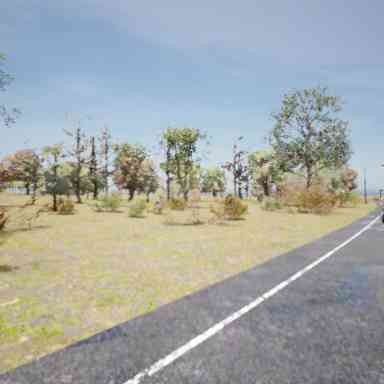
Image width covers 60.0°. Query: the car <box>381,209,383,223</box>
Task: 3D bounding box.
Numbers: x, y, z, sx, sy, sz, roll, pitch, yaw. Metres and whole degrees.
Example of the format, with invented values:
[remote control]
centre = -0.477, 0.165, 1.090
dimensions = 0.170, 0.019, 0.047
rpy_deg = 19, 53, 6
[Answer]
[car]
centre = 17.728, 1.829, 28.958
dimensions = 1.882, 1.535, 5.008
rpy_deg = 0, -1, 32
